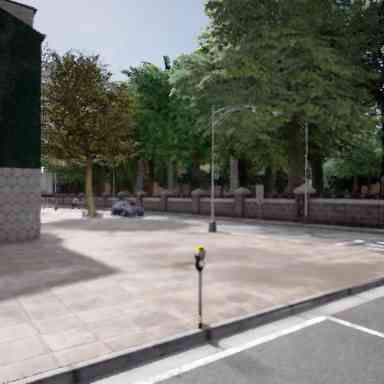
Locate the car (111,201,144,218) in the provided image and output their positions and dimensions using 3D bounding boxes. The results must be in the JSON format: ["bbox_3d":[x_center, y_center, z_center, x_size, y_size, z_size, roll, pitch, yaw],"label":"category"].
[{"bbox_3d":[-6.883,1.767,35.482,2.097,1.767,4.553,0,-1,-35],"label":"car"}]

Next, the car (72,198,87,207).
[{"bbox_3d":[-16.056,1.620,48.465,2.097,1.767,4.553,0,-1,-36],"label":"car"}]
